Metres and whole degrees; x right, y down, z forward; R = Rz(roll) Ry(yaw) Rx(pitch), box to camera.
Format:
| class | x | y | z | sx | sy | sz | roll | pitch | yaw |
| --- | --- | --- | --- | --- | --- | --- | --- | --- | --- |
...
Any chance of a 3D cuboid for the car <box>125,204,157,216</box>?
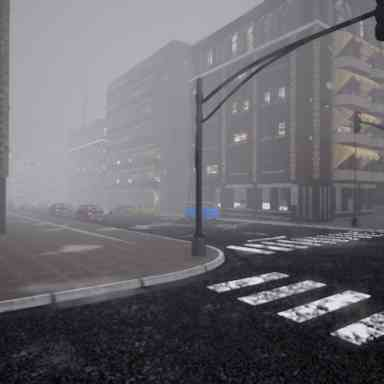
| class | x | y | z | sx | sy | sz | roll | pitch | yaw |
| --- | --- | --- | --- | --- | --- | --- | --- | --- | --- |
| car | -6.003 | 2.139 | 40.542 | 1.752 | 1.417 | 4.829 | -1 | 0 | -36 |

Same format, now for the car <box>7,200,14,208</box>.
| class | x | y | z | sx | sy | sz | roll | pitch | yaw |
| --- | --- | --- | --- | --- | --- | --- | --- | --- | --- |
| car | -42.359 | 2.728 | 76.722 | 2.192 | 1.841 | 5.009 | -1 | 0 | -36 |

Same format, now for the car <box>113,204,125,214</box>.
| class | x | y | z | sx | sy | sz | roll | pitch | yaw |
| --- | --- | --- | --- | --- | --- | --- | --- | --- | --- |
| car | -9.204 | 2.270 | 44.979 | 1.947 | 1.339 | 4.313 | -1 | 0 | -36 |

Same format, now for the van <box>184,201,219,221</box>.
| class | x | y | z | sx | sy | sz | roll | pitch | yaw |
| --- | --- | --- | --- | --- | --- | --- | --- | --- | --- |
| van | 0.832 | 1.767 | 31.353 | 1.690 | 1.788 | 3.998 | -1 | 0 | -36 |

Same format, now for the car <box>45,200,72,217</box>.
| class | x | y | z | sx | sy | sz | roll | pitch | yaw |
| --- | --- | --- | --- | --- | --- | --- | --- | --- | --- |
| car | -15.949 | 2.103 | 40.116 | 1.967 | 1.590 | 4.097 | -1 | 0 | -36 |

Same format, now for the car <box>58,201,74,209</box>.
| class | x | y | z | sx | sy | sz | roll | pitch | yaw |
| --- | --- | --- | --- | --- | --- | --- | --- | --- | --- |
| car | -25.711 | 2.612 | 67.857 | 1.967 | 1.590 | 4.097 | -1 | 0 | -36 |

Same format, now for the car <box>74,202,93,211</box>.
| class | x | y | z | sx | sy | sz | roll | pitch | yaw |
| --- | --- | --- | --- | --- | --- | --- | --- | --- | --- |
| car | -19.207 | 2.512 | 58.844 | 1.752 | 1.417 | 4.829 | -1 | 0 | -36 |

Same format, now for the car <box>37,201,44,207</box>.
| class | x | y | z | sx | sy | sz | roll | pitch | yaw |
| --- | --- | --- | --- | --- | --- | --- | --- | --- | --- |
| car | -38.912 | 3.114 | 86.159 | 1.947 | 1.339 | 4.313 | -1 | 0 | -36 |

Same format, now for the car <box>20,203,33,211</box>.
| class | x | y | z | sx | sy | sz | roll | pitch | yaw |
| --- | --- | --- | --- | --- | --- | --- | --- | --- | --- |
| car | -29.052 | 2.560 | 58.280 | 1.752 | 1.417 | 4.829 | -1 | 0 | -36 |

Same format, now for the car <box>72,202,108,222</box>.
| class | x | y | z | sx | sy | sz | roll | pitch | yaw |
| --- | --- | --- | --- | --- | --- | --- | --- | --- | --- |
| car | -9.348 | 1.917 | 30.965 | 1.967 | 1.590 | 4.097 | -1 | 0 | -36 |
